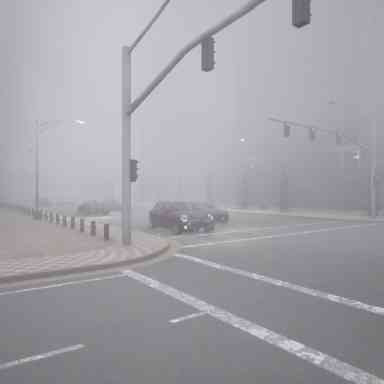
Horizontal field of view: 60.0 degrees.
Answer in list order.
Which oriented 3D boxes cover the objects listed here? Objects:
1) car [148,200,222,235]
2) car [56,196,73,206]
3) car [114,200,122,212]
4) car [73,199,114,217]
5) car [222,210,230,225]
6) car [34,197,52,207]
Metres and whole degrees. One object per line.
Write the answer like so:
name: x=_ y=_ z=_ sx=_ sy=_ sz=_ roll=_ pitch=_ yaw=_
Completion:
car: x=-0.692 y=1.297 z=18.486 sx=2.097 sy=1.767 sz=4.553 roll=0 pitch=0 yaw=-32
car: x=-19.962 y=1.443 z=52.485 sx=1.882 sy=1.535 sz=5.008 roll=0 pitch=0 yaw=-35
car: x=-8.932 y=1.508 z=36.552 sx=1.994 sy=1.385 sz=4.181 roll=0 pitch=0 yaw=-35
car: x=-9.167 y=1.508 z=30.785 sx=1.994 sy=1.385 sz=4.181 roll=0 pitch=0 yaw=-35
car: x=0.523 y=1.422 z=23.232 sx=1.882 sy=1.535 sz=5.008 roll=0 pitch=0 yaw=-36
car: x=-22.243 y=1.453 z=49.623 sx=1.837 sy=1.490 sz=4.892 roll=0 pitch=0 yaw=-35
